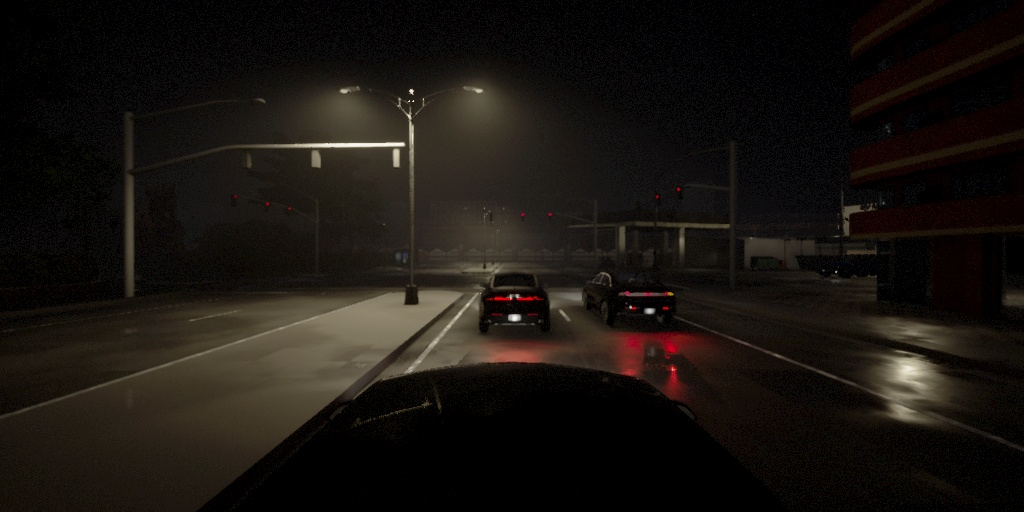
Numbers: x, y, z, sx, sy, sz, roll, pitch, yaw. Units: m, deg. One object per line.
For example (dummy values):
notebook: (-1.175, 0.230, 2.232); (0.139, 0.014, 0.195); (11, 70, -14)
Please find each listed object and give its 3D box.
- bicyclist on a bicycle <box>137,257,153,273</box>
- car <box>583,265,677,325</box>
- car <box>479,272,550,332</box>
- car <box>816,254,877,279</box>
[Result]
bicyclist on a bicycle: (-38.345, 0.954, 37.430); (0.582, 1.620, 1.656); (0, 0, -1)
car: (3.571, 1.211, 11.694); (2.128, 1.511, 4.902); (0, 0, 0)
car: (0.067, 1.226, 10.835); (1.837, 1.490, 4.892); (0, -1, 0)
car: (29.636, 0.886, 30.967); (5.566, 2.045, 2.150); (0, 0, -1)
